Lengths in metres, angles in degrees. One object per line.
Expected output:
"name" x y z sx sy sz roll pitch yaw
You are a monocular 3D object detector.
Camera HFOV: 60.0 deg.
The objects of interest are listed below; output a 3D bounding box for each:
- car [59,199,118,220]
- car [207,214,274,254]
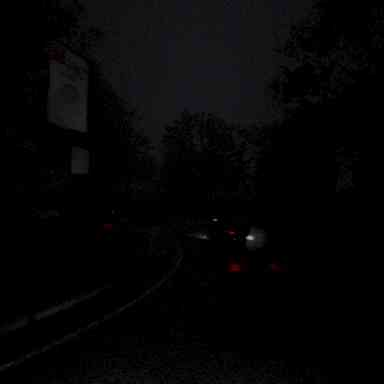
"car" -8.320 1.306 26.604 5.008 1.535 1.882 1 0 24
"car" 1.868 1.581 13.674 1.994 1.385 4.181 1 0 -5
